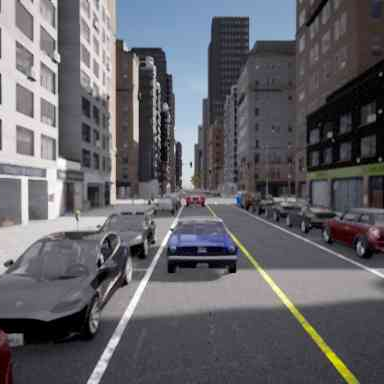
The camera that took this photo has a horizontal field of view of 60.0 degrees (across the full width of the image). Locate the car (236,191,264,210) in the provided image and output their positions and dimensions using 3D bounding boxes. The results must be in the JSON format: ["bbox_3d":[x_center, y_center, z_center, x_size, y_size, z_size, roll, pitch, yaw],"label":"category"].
[{"bbox_3d":[6.246,0.859,34.032,2.192,1.841,5.009,0,1,0],"label":"car"}]

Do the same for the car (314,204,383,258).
[{"bbox_3d":[6.227,1.279,11.941,1.967,1.590,4.097,0,1,0],"label":"car"}]

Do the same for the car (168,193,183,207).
[{"bbox_3d":[-2.281,1.109,34.036,1.947,1.339,4.313,0,1,0],"label":"car"}]

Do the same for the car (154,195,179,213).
[{"bbox_3d":[-2.285,1.199,28.512,1.802,1.307,4.206,0,1,0],"label":"car"}]

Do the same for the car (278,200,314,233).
[{"bbox_3d":[6.232,1.316,17.466,2.008,1.369,4.403,0,1,0],"label":"car"}]

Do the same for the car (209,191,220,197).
[{"bbox_3d":[6.001,0.350,83.444,1.967,1.590,4.097,0,1,-1],"label":"car"}]

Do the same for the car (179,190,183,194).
[{"bbox_3d":[-2.276,0.910,39.559,1.967,1.590,4.097,0,1,0],"label":"car"}]

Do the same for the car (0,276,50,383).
[{"bbox_3d":[-2.308,1.531,0.888,1.887,1.381,4.507,0,1,0],"label":"car"}]

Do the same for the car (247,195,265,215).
[{"bbox_3d":[6.241,1.183,28.512,1.947,1.339,4.313,0,1,0],"label":"car"}]

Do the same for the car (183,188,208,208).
[{"bbox_3d":[0.392,0.702,38.868,2.150,2.045,5.566,0,1,0],"label":"car"}]

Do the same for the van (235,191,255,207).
[{"bbox_3d":[6.250,0.811,39.556,1.690,1.788,3.998,0,1,0],"label":"van"}]

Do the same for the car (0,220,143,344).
[{"bbox_3d":[-2.304,1.478,6.413,1.947,1.339,4.313,0,1,0],"label":"car"}]

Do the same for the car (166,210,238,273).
[{"bbox_3d":[0.258,1.461,10.317,1.895,1.301,4.718,0,1,0],"label":"car"}]

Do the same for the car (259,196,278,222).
[{"bbox_3d":[6.236,1.242,22.989,2.008,1.369,4.403,0,1,0],"label":"car"}]

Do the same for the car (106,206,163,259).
[{"bbox_3d":[-2.299,1.404,11.938,1.947,1.339,4.313,0,1,0],"label":"car"}]
